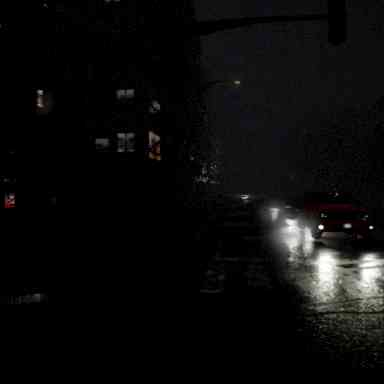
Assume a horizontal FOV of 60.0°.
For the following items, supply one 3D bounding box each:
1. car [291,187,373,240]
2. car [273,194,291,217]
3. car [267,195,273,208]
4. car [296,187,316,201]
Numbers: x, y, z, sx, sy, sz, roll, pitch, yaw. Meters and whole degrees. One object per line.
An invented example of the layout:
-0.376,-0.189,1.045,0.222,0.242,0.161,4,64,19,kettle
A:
6.234,0.881,15.243,2.150,2.045,5.566,0,1,8,car
7.616,1.010,25.062,2.128,1.511,4.902,0,1,8,car
9.007,0.944,34.838,1.994,1.385,4.181,0,1,8,car
18.281,0.281,53.582,2.150,2.045,5.566,0,1,8,car
